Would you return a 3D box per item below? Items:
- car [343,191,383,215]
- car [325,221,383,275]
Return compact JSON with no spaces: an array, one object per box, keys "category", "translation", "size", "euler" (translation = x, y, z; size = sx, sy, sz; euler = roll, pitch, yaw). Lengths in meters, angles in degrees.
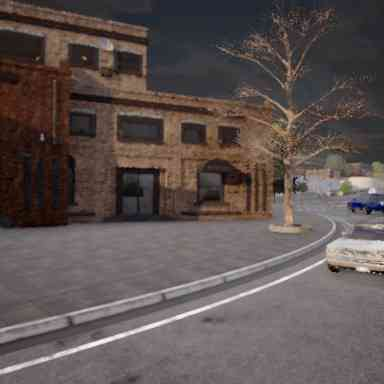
[{"category":"car","translation":[18.037,1.215,34.023],"size":[2.150,2.045,5.566],"euler":[1,0,2]},{"category":"car","translation":[5.578,1.604,10.014],"size":[1.895,1.301,4.718],"euler":[0,0,38]}]
